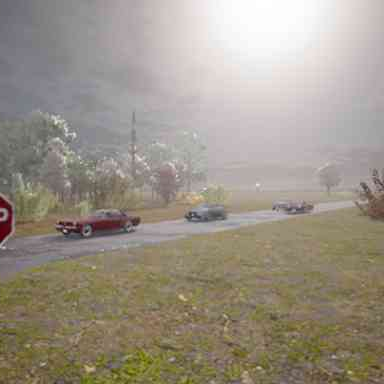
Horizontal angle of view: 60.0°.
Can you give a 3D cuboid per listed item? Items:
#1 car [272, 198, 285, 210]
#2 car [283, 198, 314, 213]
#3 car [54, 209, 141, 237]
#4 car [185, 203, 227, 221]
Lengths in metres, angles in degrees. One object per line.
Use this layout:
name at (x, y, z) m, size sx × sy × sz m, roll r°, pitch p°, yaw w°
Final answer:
car at (11.730, 1.552, 42.293) m, size 1.837 × 1.490 × 4.892 m, roll -1°, pitch -1°, yaw 36°
car at (12.342, 1.623, 37.726) m, size 1.895 × 1.301 × 4.718 m, roll -1°, pitch 0°, yaw 35°
car at (-5.160, 1.662, 18.628) m, size 1.895 × 1.301 × 4.718 m, roll -1°, pitch 0°, yaw 35°
car at (1.190, 1.619, 27.559) m, size 1.994 × 1.385 × 4.181 m, roll -1°, pitch 0°, yaw 35°
